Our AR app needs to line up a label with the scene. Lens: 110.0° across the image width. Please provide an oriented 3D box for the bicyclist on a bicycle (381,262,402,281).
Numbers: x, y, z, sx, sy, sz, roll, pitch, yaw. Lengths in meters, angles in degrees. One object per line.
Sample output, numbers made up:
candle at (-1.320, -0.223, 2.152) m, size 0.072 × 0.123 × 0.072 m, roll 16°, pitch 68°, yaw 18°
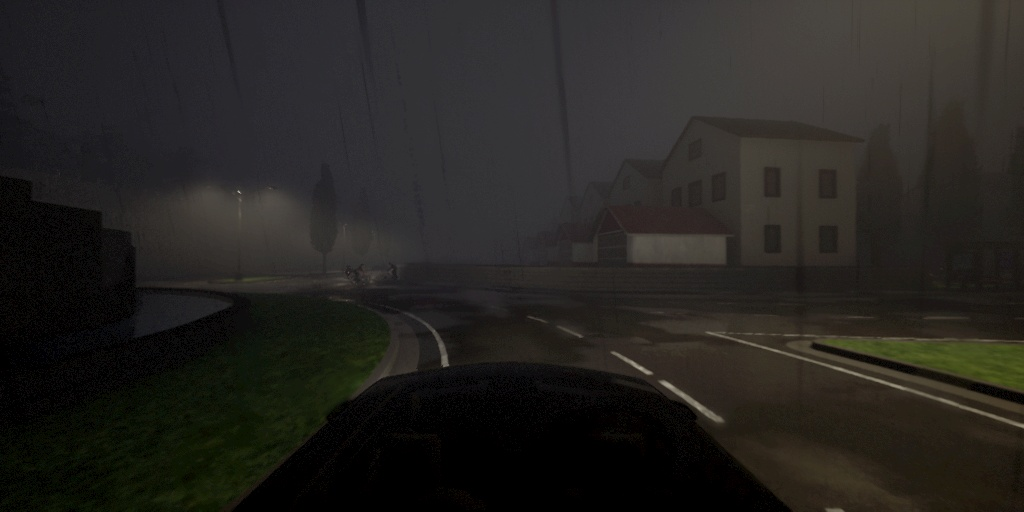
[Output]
bicyclist on a bicycle at (-10.109, 1.320, 30.072) m, size 1.656 × 1.620 × 0.582 m, roll 0°, pitch -1°, yaw -23°

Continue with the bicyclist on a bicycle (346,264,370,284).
bicyclist on a bicycle at (-12.380, 1.464, 29.265) m, size 1.656 × 1.620 × 0.582 m, roll 1°, pitch -1°, yaw -42°
